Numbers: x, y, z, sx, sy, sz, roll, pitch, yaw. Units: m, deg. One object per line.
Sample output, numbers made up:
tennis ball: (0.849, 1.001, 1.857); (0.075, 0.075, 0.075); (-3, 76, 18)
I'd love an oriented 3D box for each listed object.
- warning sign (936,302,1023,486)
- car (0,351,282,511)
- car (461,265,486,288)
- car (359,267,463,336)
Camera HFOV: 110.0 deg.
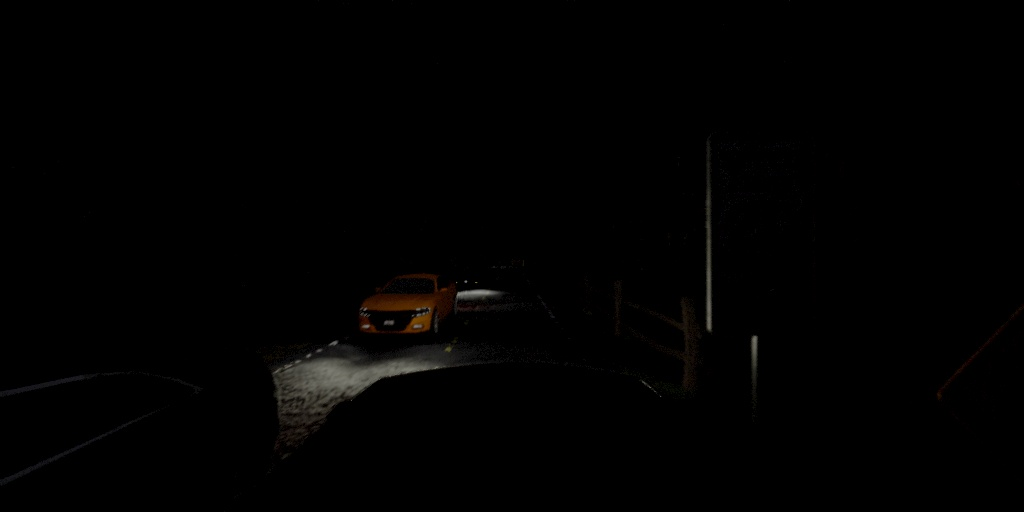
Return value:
warning sign: (2.449, 0.865, 1.538); (1.300, 1.860, 1.060); (0, 0, 0)
car: (-2.803, 1.238, 0.948); (2.128, 1.511, 4.902); (0, 0, -1)
car: (-2.844, 1.357, 24.589); (1.837, 1.490, 4.892); (0, 0, 0)
car: (-2.856, 1.272, 10.813); (1.882, 1.535, 5.008); (0, 0, 0)
